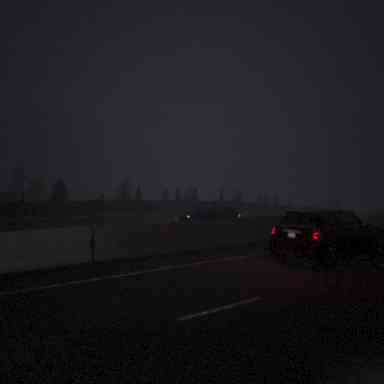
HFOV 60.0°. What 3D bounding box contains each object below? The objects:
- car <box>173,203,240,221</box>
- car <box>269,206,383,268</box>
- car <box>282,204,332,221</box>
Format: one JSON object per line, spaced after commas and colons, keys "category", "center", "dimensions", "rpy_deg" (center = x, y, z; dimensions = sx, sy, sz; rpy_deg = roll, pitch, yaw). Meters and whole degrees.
{"category": "car", "center": [1.013, 1.488, 21.916], "dimensions": [4.902, 1.511, 2.128], "rpy_deg": [0, 0, -36]}
{"category": "car", "center": [4.798, 1.349, 11.472], "dimensions": [4.553, 1.767, 2.097], "rpy_deg": [0, 0, -36]}
{"category": "car", "center": [11.717, 2.103, 33.852], "dimensions": [5.357, 1.411, 2.033], "rpy_deg": [5, -3, -35]}
